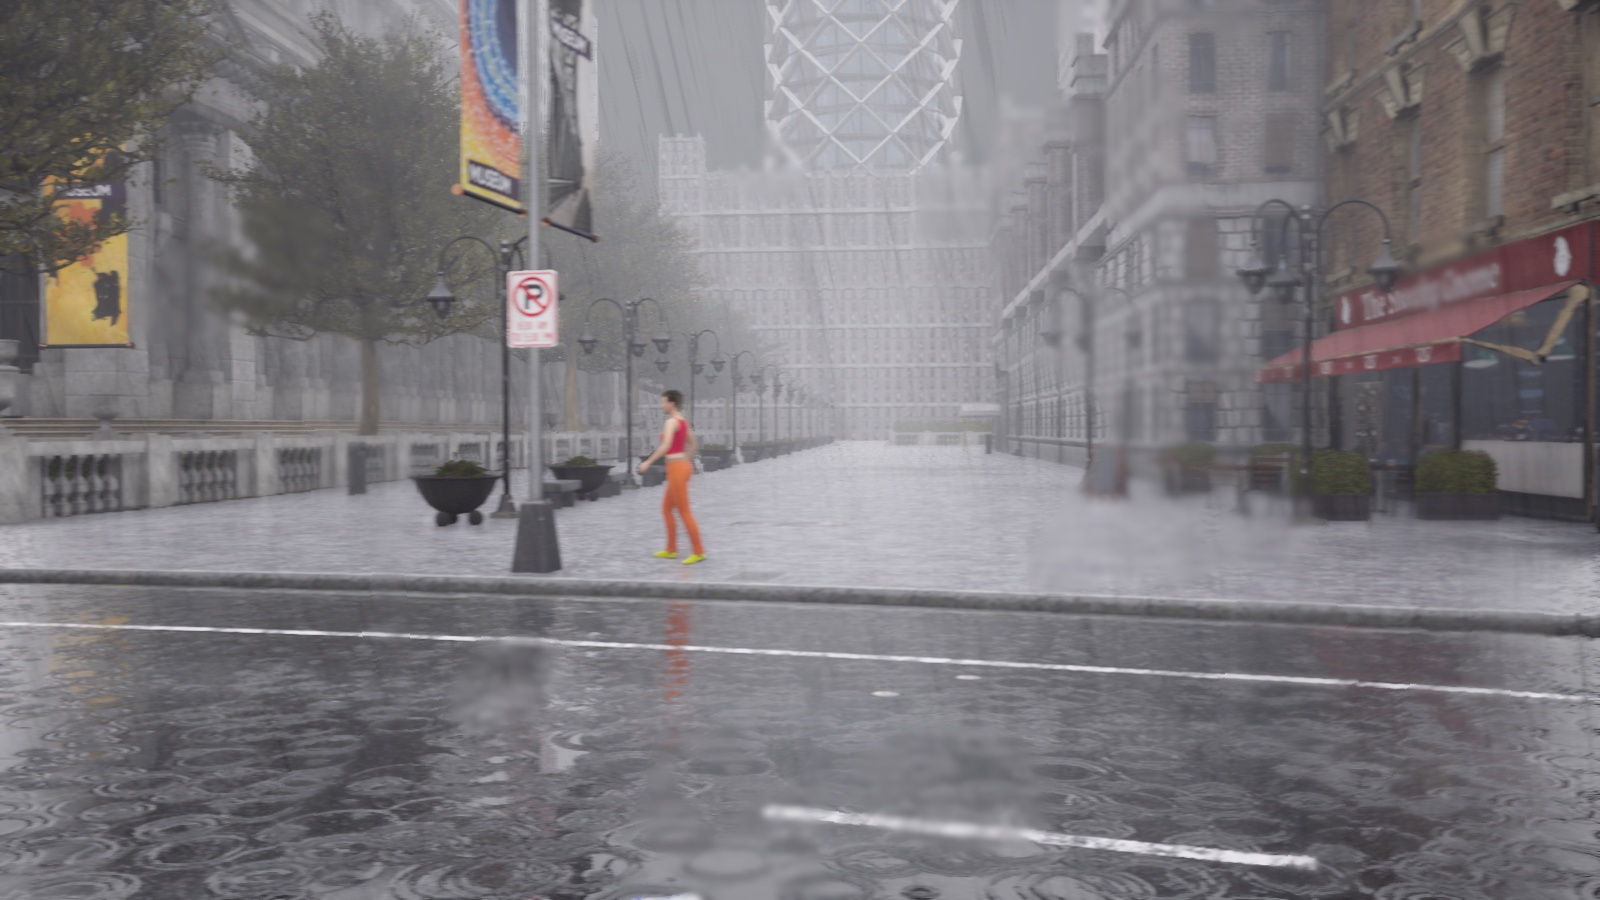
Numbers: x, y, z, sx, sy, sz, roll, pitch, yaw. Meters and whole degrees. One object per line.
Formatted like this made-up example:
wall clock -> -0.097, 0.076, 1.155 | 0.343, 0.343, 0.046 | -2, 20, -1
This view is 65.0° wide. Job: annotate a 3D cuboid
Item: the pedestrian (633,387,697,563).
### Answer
pedestrian -> -1.427, 0.254, 13.306 | 0.594, 1.836, 0.345 | 0, 1, 13
